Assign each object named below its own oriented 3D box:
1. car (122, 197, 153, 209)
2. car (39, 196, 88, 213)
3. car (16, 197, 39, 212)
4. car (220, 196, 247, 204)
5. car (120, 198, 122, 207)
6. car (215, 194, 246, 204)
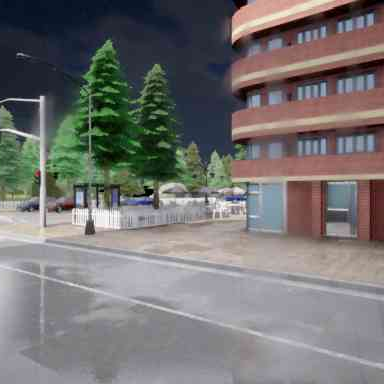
[{"bbox_3d":[-6.738,1.422,45.580,1.882,1.535,5.008,0,0,38],"label":"car"},{"bbox_3d":[-13.660,1.296,36.129,2.097,1.767,4.553,0,0,36],"label":"car"},{"bbox_3d":[-17.144,1.296,37.267,2.097,1.767,4.553,0,0,35],"label":"car"},{"bbox_3d":[7.859,1.452,62.694,4.892,1.490,1.837,1,0,-27],"label":"car"},{"bbox_3d":[-9.695,1.508,47.424,1.994,1.385,4.181,0,0,38],"label":"car"},{"bbox_3d":[6.582,1.167,57.972,5.566,2.045,2.150,0,0,-30],"label":"car"}]
